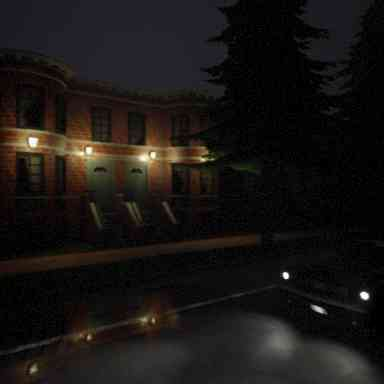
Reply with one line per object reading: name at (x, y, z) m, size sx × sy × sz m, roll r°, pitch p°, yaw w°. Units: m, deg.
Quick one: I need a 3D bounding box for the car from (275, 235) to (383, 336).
car at (3.883, 1.604, 6.681) m, size 4.718 × 1.301 × 1.895 m, roll 0°, pitch 0°, yaw -35°
